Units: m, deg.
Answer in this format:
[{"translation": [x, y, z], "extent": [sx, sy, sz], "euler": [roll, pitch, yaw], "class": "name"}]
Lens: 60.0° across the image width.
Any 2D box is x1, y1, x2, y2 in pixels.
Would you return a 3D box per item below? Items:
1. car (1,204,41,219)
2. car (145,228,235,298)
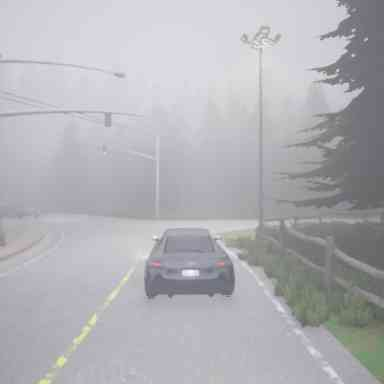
[{"translation": [-16.680, 1.832, 32.071], "extent": [4.718, 1.301, 1.895], "euler": [0, 0, 31], "class": "car"}, {"translation": [-0.136, 1.628, 8.754], "extent": [1.994, 1.385, 4.181], "euler": [0, 0, -3], "class": "car"}]
